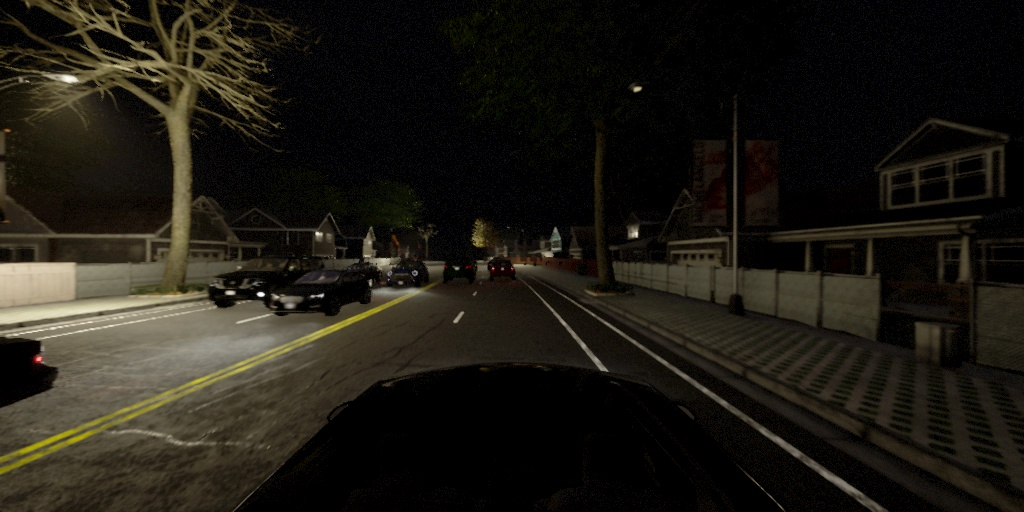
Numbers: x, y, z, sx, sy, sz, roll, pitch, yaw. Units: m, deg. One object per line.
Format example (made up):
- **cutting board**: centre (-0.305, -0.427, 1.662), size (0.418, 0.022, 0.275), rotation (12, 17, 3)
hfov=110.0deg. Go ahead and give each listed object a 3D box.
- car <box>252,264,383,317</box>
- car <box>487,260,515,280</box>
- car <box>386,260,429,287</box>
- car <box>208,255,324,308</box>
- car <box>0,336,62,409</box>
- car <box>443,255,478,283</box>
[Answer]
- **car**: centre (-6.773, 1.241, 13.306), size (2.128, 1.511, 4.902), rotation (0, 0, -1)
- **car**: centre (-0.895, 1.092, 31.195), size (2.097, 1.767, 4.553), rotation (0, 0, -4)
- **car**: centre (-7.087, 1.097, 24.750), size (2.097, 1.767, 4.553), rotation (0, 0, -3)
- **car**: centre (-10.078, 0.976, 15.495), size (2.150, 2.045, 5.566), rotation (0, 0, -2)
- **car**: centre (-6.625, 1.301, 2.048), size (2.033, 1.411, 5.357), rotation (0, 0, 0)
- **car**: centre (-3.950, 0.966, 27.564), size (2.150, 2.045, 5.566), rotation (0, 0, -3)
